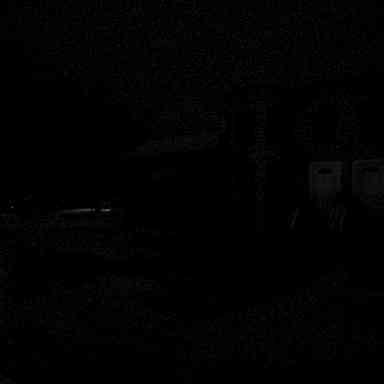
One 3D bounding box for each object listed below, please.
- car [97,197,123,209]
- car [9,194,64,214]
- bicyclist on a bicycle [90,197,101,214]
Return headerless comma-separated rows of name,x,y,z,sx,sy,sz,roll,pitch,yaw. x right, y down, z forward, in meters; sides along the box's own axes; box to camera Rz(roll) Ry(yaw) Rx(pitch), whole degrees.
car,-10.526,1.478,45.106,1.882,1.535,5.008,0,0,36
car,-16.853,1.221,36.433,2.150,2.045,5.566,0,0,36
bicyclist on a bicycle,-9.426,1.344,32.352,1.656,1.620,0.582,0,1,36
